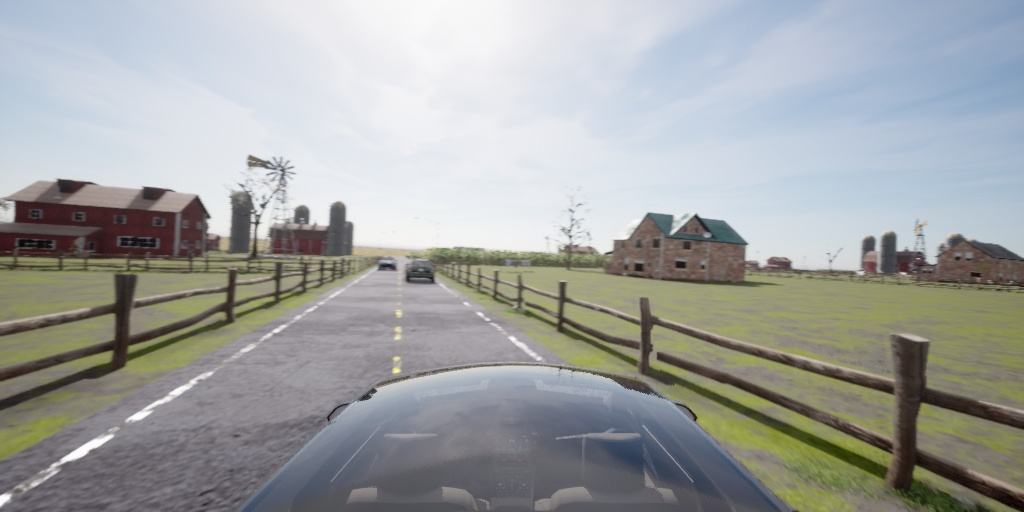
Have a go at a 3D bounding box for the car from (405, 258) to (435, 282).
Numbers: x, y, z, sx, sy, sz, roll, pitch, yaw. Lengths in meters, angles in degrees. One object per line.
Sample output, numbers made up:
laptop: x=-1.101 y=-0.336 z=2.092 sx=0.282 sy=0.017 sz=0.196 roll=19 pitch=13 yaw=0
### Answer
car: x=-7.199 y=1.007 z=28.028 sx=2.097 sy=1.767 sz=4.553 roll=3 pitch=-1 yaw=-17

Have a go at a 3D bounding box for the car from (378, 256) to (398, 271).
car: x=-14.492 y=0.778 z=41.948 sx=2.097 sy=1.767 sz=4.553 roll=3 pitch=-1 yaw=-17
